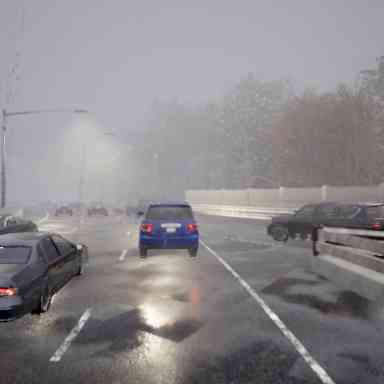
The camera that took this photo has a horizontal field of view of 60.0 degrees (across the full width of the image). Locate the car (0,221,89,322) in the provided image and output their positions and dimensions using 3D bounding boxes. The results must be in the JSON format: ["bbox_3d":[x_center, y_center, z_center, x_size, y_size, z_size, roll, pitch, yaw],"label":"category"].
[{"bbox_3d":[-3.811,1.648,7.637,2.033,1.411,5.357,0,-1,-5],"label":"car"}]

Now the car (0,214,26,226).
[{"bbox_3d":[-8.209,1.680,14.310,2.128,1.511,4.902,0,-1,-8],"label":"car"}]

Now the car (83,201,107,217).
[{"bbox_3d":[-11.068,1.839,38.425,2.097,1.767,4.553,0,-1,-21],"label":"car"}]

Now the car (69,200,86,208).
[{"bbox_3d":[-23.405,2.421,67.652,1.994,1.385,4.181,0,-1,-38],"label":"car"}]

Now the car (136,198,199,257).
[{"bbox_3d":[-1.081,1.396,13.900,2.150,2.045,5.566,0,0,-8],"label":"car"}]

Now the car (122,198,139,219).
[{"bbox_3d":[-5.173,1.655,33.941,2.150,2.045,5.566,0,-1,-25],"label":"car"}]

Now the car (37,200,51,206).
[{"bbox_3d":[-36.772,2.616,82.314,4.181,1.385,1.994,-1,-1,41],"label":"car"}]

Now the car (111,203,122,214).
[{"bbox_3d":[-9.173,2.107,43.095,1.994,1.385,4.181,0,-1,-23],"label":"car"}]

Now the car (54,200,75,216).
[{"bbox_3d":[-15.337,2.037,39.794,1.812,1.442,4.674,0,-1,-22],"label":"car"}]

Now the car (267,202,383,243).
[{"bbox_3d":[6.057,1.472,15.112,2.150,2.045,5.566,0,-1,-36],"label":"car"}]

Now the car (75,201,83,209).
[{"bbox_3d":[-21.307,2.228,58.600,1.882,1.535,5.008,0,-1,-32],"label":"car"}]
